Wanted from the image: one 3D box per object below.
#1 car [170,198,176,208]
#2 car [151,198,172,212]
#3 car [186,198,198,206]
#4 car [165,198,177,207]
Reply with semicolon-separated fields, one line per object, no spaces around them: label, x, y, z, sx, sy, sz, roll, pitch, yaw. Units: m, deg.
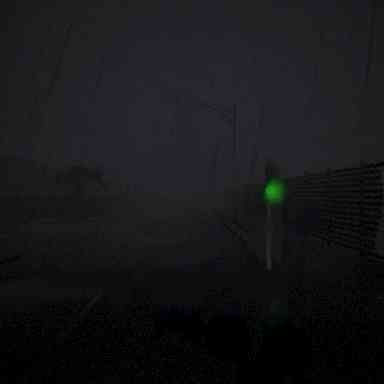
car;-4.062;1.831;52.964;1.882;1.535;5.008;0;0;0
car;-4.075;1.850;42.892;1.994;1.385;4.181;0;0;0
car;0.035;1.923;62.694;1.837;1.490;4.892;0;0;0
car;-4.019;1.899;63.226;1.882;1.535;5.008;0;0;0
